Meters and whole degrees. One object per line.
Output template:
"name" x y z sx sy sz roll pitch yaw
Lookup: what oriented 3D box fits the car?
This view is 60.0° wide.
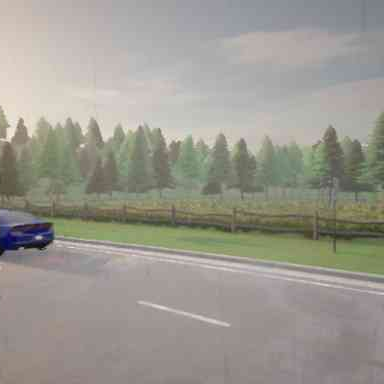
"car" -7.480 1.434 12.798 5.008 1.535 1.882 0 0 29
